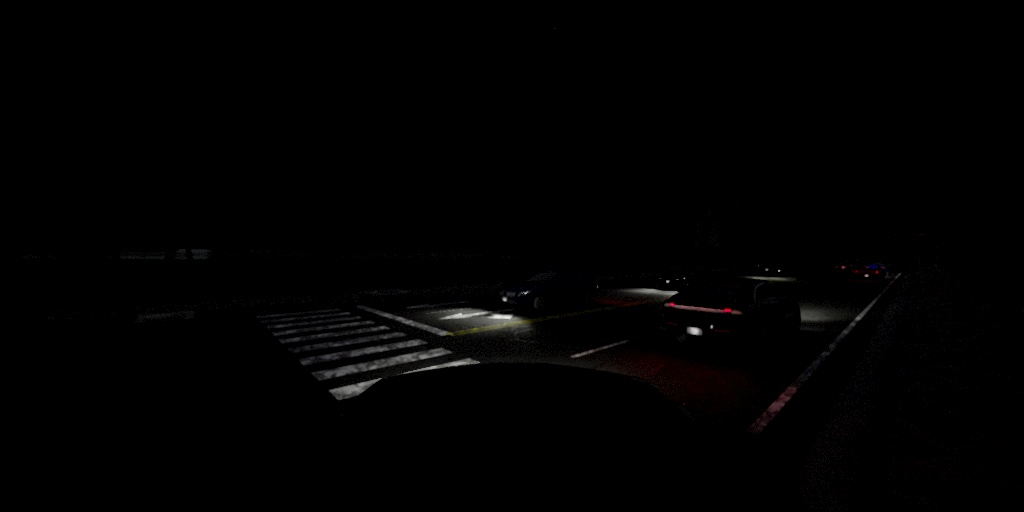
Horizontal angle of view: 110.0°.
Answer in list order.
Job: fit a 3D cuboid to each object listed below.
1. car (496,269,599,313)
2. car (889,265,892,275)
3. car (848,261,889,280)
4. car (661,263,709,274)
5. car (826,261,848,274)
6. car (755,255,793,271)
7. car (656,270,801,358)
[{"bbox_3d":[1.519,1.235,13.984,4.674,1.442,1.812,0,0,-40],"label":"car"},{"bbox_3d":[39.130,1.312,38.468,4.674,1.442,1.812,0,0,-41],"label":"car"},{"bbox_3d":[31.757,1.379,31.887,4.718,1.301,1.895,0,0,-41],"label":"car"},{"bbox_3d":[10.755,1.223,22.179,4.892,1.490,1.837,0,0,-41],"label":"car"},{"bbox_3d":[38.484,1.316,42.169,5.357,1.411,2.033,0,0,-42],"label":"car"},{"bbox_3d":[26.221,0.962,35.785,5.566,2.045,2.150,1,0,-41],"label":"car"},{"bbox_3d":[5.359,1.243,8.573,4.902,1.511,2.128,0,0,-42],"label":"car"}]
